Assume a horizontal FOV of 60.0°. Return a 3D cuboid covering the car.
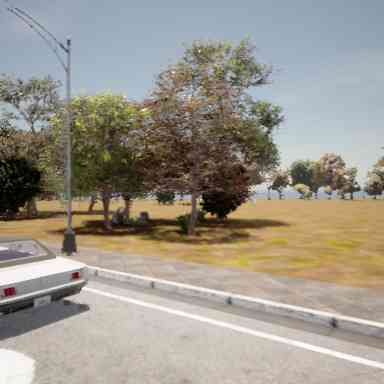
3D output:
[{"bbox_3d":[-4.407,1.598,7.011,4.718,1.301,1.895,0,0,35],"label":"car"}]
